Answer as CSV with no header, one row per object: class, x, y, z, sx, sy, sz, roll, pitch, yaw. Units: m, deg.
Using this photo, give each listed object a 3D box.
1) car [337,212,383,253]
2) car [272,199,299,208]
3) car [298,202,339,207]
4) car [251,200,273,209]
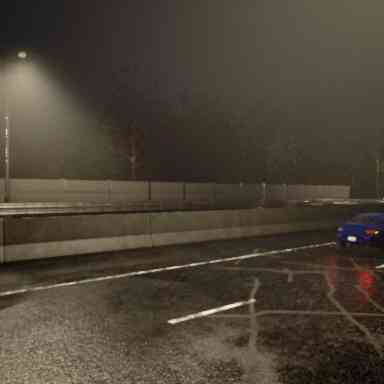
car,7.770,1.561,13.597,4.674,1.442,1.812,0,0,-36
car,10.385,1.645,32.886,4.181,1.385,1.994,0,0,-35
car,11.830,1.642,29.621,4.181,1.385,1.994,0,0,-35
car,8.522,1.560,35.854,5.008,1.535,1.882,0,0,-35
